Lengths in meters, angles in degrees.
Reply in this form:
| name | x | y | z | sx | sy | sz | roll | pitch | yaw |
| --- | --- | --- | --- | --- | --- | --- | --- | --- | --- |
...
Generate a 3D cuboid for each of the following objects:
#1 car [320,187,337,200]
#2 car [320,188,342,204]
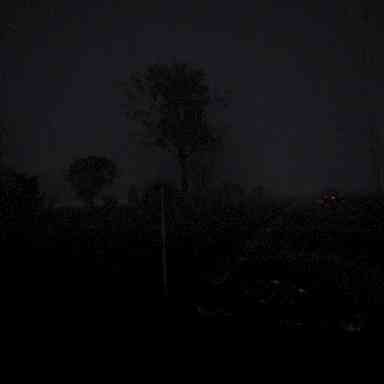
| name | x | y | z | sx | sy | sz | roll | pitch | yaw |
| --- | --- | --- | --- | --- | --- | --- | --- | --- | --- |
| car | 19.621 | 0.167 | 47.978 | 2.097 | 1.767 | 4.553 | -1 | 1 | 20 |
| car | 16.287 | 0.593 | 38.649 | 1.994 | 1.385 | 4.181 | -1 | 1 | 21 |
